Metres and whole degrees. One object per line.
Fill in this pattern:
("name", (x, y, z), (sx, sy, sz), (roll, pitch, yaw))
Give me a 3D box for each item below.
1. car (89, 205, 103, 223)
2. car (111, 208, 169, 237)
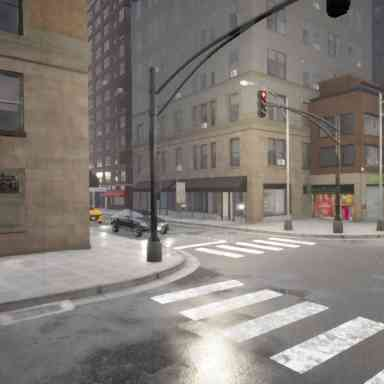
("car", (-8.916, 1.730, 26.997), (1.882, 1.535, 5.008), (-1, 0, -37))
("car", (-3.198, 1.694, 19.496), (1.812, 1.442, 4.674), (-1, 0, -38))
